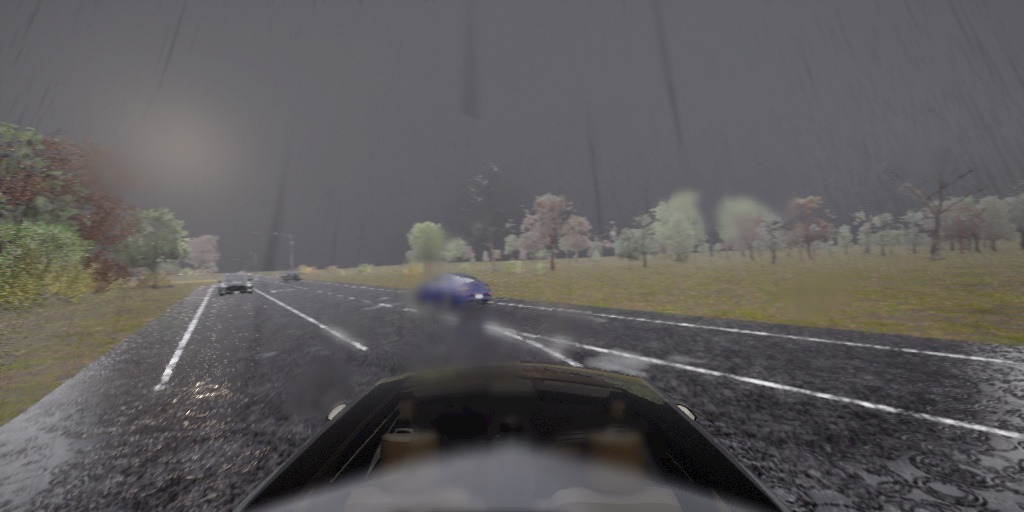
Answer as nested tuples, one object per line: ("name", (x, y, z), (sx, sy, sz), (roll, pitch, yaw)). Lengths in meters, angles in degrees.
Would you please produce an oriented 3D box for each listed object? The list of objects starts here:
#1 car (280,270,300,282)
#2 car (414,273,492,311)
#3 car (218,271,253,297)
("car", (-33.042, 2.888, 53.302), (2.097, 1.767, 4.553), (-2, 0, -39))
("car", (-2.705, 1.492, 15.877), (1.812, 1.442, 4.674), (-2, 0, -39))
("car", (-22.723, 2.297, 29.445), (2.097, 1.767, 4.553), (-2, 0, -39))
